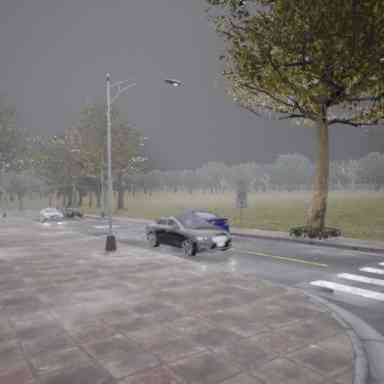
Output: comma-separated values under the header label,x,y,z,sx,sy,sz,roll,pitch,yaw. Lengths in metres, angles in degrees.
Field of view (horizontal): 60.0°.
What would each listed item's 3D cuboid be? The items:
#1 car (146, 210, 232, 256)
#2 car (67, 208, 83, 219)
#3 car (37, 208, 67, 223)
label,x,y,z,sx,sy,sz,roll,pitch,yaw
car,-0.316,1.776,14.649,2.128,1.511,4.902,-1,-1,-35
car,-14.741,2.560,40.199,1.895,1.301,4.718,-1,-1,-35
car,-15.427,2.458,36.110,1.812,1.442,4.674,-1,-1,-35
